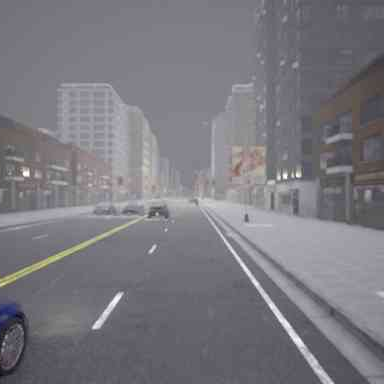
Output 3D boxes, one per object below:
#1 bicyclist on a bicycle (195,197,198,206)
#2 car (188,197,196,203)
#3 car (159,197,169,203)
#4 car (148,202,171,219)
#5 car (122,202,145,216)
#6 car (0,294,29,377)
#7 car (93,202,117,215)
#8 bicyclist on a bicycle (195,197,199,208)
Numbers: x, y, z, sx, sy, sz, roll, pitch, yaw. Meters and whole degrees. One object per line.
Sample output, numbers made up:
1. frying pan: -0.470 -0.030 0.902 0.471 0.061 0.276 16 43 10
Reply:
1. bicyclist on a bicycle: 0.895 1.938 66.472 0.659 1.776 1.843 0 0 0
2. car: 0.002 2.170 85.951 1.837 1.490 4.892 0 0 0
3. car: -6.499 1.837 78.414 1.994 1.385 4.181 0 0 0
4. car: -3.148 1.783 32.651 1.837 1.490 4.892 0 0 0
5. car: -6.581 1.870 37.770 2.033 1.411 5.357 0 -1 0
6. car: -3.149 1.549 2.640 1.812 1.442 4.674 0 0 0
7. car: -9.827 1.848 37.847 1.812 1.442 4.674 0 -1 0
8. bicyclist on a bicycle: 0.896 1.944 57.573 0.582 1.620 1.656 0 -1 0
